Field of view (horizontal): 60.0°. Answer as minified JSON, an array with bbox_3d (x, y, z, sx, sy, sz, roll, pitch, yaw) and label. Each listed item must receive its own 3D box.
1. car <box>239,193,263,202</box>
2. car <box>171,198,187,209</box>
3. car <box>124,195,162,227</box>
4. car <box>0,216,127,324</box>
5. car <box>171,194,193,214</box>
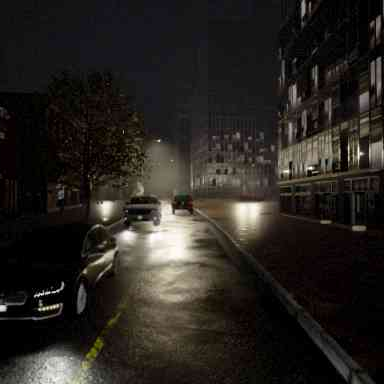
[{"bbox_3d":[12.150,1.213,68.663,5.009,1.841,2.192,0,-1,13],"label":"car"},{"bbox_3d":[-1.876,1.535,46.245,1.812,1.442,4.674,0,0,-7],"label":"car"},{"bbox_3d":[-3.308,1.228,23.305,2.150,2.045,5.566,0,0,-2],"label":"car"},{"bbox_3d":[-2.902,1.508,7.425,1.837,1.490,4.892,0,0,-1],"label":"car"},{"bbox_3d":[-1.077,1.230,35.817,2.150,2.045,5.566,0,0,-3],"label":"car"}]
